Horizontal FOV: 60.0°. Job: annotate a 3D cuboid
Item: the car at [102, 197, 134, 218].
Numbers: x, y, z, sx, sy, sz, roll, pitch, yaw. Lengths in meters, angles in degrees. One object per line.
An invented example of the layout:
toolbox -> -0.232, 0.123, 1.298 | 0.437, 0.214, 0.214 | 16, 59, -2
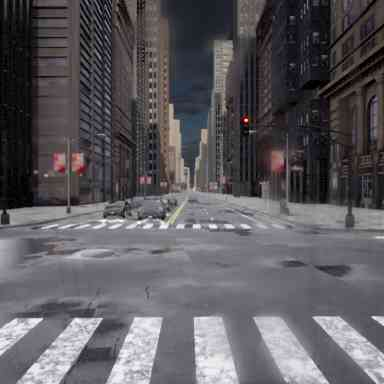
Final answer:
car -> -6.574, 1.489, 29.682 | 1.837, 1.490, 4.892 | 0, 0, 0

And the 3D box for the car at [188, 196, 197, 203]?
car -> 0.163, 1.471, 69.915 | 2.033, 1.411, 5.357 | 0, 0, 0

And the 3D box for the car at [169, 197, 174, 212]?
car -> -3.319, 1.504, 36.626 | 1.812, 1.442, 4.674 | 0, 0, 0

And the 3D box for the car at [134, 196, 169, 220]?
car -> -3.265, 1.338, 27.778 | 2.097, 1.767, 4.553 | 0, 0, -2

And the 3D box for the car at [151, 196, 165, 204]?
car -> -6.449, 1.487, 63.276 | 2.033, 1.411, 5.357 | 0, 0, 0

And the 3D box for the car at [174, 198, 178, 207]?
car -> -3.282, 1.526, 51.480 | 1.994, 1.385, 4.181 | 0, 0, 1
